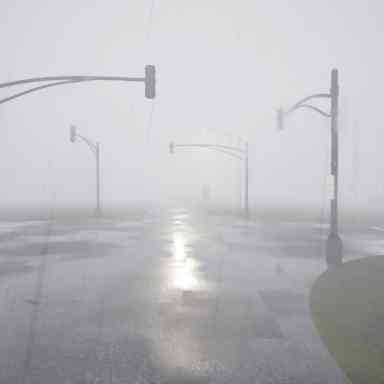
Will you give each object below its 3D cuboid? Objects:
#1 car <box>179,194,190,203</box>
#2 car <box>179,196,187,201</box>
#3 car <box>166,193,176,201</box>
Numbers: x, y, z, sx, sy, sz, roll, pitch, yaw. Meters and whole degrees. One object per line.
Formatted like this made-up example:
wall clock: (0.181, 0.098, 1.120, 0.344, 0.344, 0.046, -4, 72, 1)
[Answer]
car: (-1.617, 1.384, 69.929, 2.097, 1.767, 4.553, 0, 0, -3)
car: (-2.219, 1.559, 80.003, 1.895, 1.301, 4.718, 0, 0, -4)
car: (-4.604, 1.013, 74.022, 2.097, 1.767, 4.553, 0, 0, -3)
